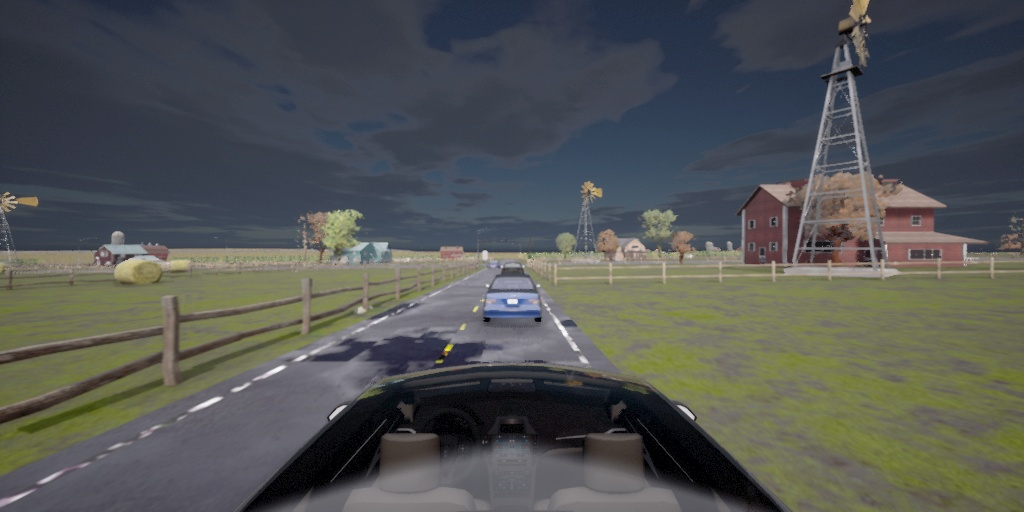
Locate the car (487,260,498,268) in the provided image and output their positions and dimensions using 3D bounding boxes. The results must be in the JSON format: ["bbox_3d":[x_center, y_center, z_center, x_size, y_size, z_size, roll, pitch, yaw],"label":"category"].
[{"bbox_3d":[-2.801,1.340,55.723,1.812,1.442,4.674,0,0,0],"label":"car"}]

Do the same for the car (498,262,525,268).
[{"bbox_3d":[0.068,1.256,30.790,1.882,1.535,5.008,0,0,1],"label":"car"}]

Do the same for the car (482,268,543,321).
[{"bbox_3d":[0.031,1.307,12.397,2.033,1.411,5.357,0,0,1],"label":"car"}]
